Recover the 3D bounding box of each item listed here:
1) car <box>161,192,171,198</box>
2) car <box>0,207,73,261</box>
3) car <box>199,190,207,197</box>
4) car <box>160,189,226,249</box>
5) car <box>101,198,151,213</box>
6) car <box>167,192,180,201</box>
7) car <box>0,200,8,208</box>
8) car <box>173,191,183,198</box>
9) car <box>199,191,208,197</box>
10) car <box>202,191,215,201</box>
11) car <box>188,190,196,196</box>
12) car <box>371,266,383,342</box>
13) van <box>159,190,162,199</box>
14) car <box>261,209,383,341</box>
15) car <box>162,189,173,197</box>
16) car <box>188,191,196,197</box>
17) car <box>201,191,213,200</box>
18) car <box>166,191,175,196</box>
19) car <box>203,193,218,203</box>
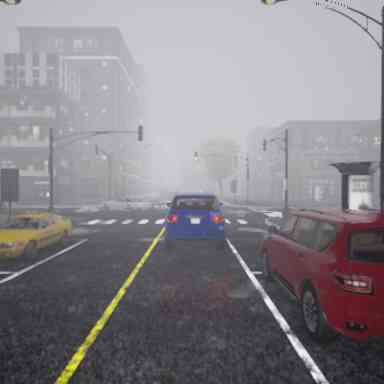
[{"bbox_3d":[-5.707,0.582,72.548,1.802,1.307,4.206,0,1,0],"label":"car"},{"bbox_3d":[-5.694,1.351,11.643,1.752,1.417,4.829,0,1,0],"label":"car"},{"bbox_3d":[2.671,0.300,83.939,1.967,1.590,4.097,0,1,0],"label":"car"},{"bbox_3d":[0.110,1.018,13.642,2.150,2.045,5.566,0,1,0],"label":"car"},{"bbox_3d":[-6.115,1.155,30.369,4.718,1.301,1.895,1,1,33],"label":"car"},{"bbox_3d":[-3.067,0.746,55.438,1.812,1.442,4.674,0,1,0],"label":"car"},{"bbox_3d":[-17.278,0.878,26.039,5.009,1.841,2.192,0,1,0],"label":"car"},{"bbox_3d":[-3.015,0.514,71.447,1.837,1.490,4.892,0,1,0],"label":"car"},{"bbox_3d":[2.673,0.481,78.244,2.008,1.369,4.403,0,1,0],"label":"car"},{"bbox_3d":[2.678,0.661,55.457,1.967,1.590,4.097,0,1,0],"label":"car"},{"bbox_3d":[-0.018,0.261,86.947,2.128,1.511,4.902,0,1,0],"label":"car"},{"bbox_3d":[2.690,1.510,0.906,1.752,1.417,4.829,0,1,0],"label":"car"},{"bbox_3d":[-5.706,0.414,66.848,1.690,1.788,3.998,0,1,0],"label":"van"},{"bbox_3d":[2.689,1.221,6.272,2.192,1.841,5.009,0,1,0],"label":"car"},{"bbox_3d":[-5.708,0.244,78.241,2.192,1.841,5.009,0,1,0],"label":"car"},{"bbox_3d":[-0.015,0.464,76.941,1.812,1.442,4.674,0,1,0],"label":"car"},{"bbox_3d":[2.676,0.587,61.153,1.967,1.590,4.097,0,1,0],"label":"car"},{"bbox_3d":[-5.710,0.342,89.636,2.008,1.369,4.403,0,1,0],"label":"car"},{"bbox_3d":[2.679,0.846,49.762,2.008,1.369,4.403,0,1,0],"label":"car"}]
